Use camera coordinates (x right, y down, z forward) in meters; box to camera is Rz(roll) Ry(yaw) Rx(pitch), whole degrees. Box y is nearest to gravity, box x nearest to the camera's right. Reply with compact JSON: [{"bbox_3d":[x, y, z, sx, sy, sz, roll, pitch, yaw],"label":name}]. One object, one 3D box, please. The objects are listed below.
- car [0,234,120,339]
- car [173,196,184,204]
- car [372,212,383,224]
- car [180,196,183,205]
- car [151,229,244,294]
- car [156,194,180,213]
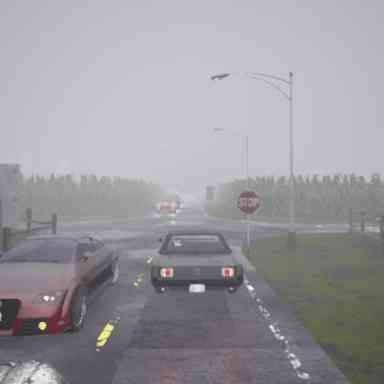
[{"bbox_3d":[-2.807,1.584,6.691,1.994,1.385,4.181,0,0,1],"label":"car"},{"bbox_3d":[-2.796,1.652,68.520,2.128,1.511,4.902,0,0,0],"label":"car"},{"bbox_3d":[15.308,1.755,23.851,4.181,1.385,1.994,0,-1,1],"label":"car"},{"bbox_3d":[-2.868,1.343,47.853,2.150,2.045,5.566,0,0,0],"label":"car"},{"bbox_3d":[0.040,1.627,8.834,1.895,1.301,4.718,0,0,-2],"label":"car"},{"bbox_3d":[-2.867,1.451,38.157,2.097,1.767,4.553,0,0,0],"label":"car"}]
